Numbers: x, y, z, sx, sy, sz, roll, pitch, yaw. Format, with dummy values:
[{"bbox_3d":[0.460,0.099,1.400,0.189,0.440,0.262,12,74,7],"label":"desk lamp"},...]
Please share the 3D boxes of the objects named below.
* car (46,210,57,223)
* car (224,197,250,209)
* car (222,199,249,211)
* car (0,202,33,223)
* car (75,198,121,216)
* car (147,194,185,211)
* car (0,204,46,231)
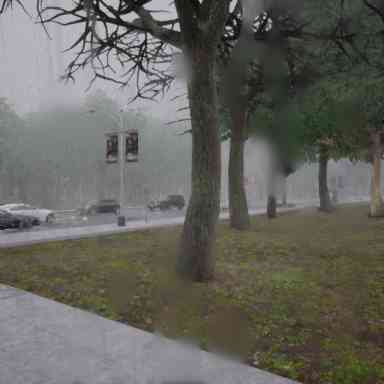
[{"bbox_3d":[-11.815,1.547,23.232,1.812,1.442,4.674,0,0,36],"label":"car"},{"bbox_3d":[6.713,1.582,49.194,1.837,1.490,4.892,0,0,36],"label":"car"},{"bbox_3d":[5.516,1.593,41.922,1.812,1.442,4.674,0,0,36],"label":"car"},{"bbox_3d":[-14.963,1.563,24.763,2.033,1.411,5.357,0,0,35],"label":"car"},{"bbox_3d":[-9.222,1.383,32.800,2.097,1.767,4.553,0,0,35],"label":"car"},{"bbox_3d":[-3.110,1.270,41.363,2.150,2.045,5.566,0,0,35],"label":"car"},{"bbox_3d":[-11.289,1.567,18.373,2.033,1.411,5.357,0,0,36],"label":"car"}]
